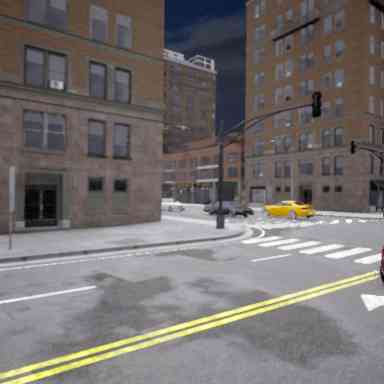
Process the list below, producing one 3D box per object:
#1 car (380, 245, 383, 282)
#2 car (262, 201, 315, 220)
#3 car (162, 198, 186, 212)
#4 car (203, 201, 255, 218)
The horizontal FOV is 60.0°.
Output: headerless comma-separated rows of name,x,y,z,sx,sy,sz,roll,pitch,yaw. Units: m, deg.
car,6.735,1.367,8.521,4.553,1.767,2.097,-1,1,-39
car,8.242,1.516,28.899,1.882,1.535,5.008,1,-1,-33
car,-2.589,1.457,38.380,1.812,1.442,4.674,1,0,-36
car,3.217,1.518,30.255,2.033,1.411,5.357,1,0,-36
